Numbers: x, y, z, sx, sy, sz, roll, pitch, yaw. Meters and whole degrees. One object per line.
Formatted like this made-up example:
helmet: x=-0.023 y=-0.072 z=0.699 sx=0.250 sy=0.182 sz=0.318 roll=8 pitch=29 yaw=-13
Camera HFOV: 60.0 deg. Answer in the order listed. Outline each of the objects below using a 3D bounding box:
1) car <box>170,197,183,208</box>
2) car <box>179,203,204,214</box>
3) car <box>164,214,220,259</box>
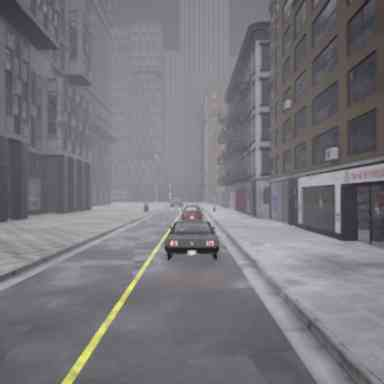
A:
car: x=-3.008 y=2.045 z=64.929 sx=2.150 sy=2.045 sz=5.566 roll=0 pitch=-1 yaw=0
car: x=0.023 y=1.882 z=28.899 sx=1.812 sy=1.442 sz=4.674 roll=0 pitch=-1 yaw=0
car: x=0.015 y=1.755 z=13.250 sx=1.895 sy=1.301 sz=4.718 roll=0 pitch=-1 yaw=0
